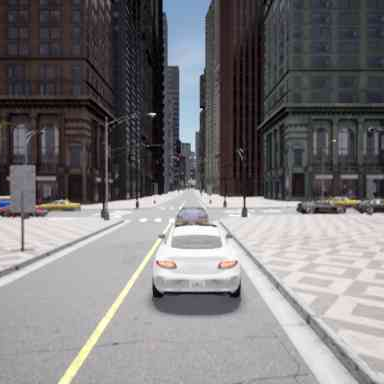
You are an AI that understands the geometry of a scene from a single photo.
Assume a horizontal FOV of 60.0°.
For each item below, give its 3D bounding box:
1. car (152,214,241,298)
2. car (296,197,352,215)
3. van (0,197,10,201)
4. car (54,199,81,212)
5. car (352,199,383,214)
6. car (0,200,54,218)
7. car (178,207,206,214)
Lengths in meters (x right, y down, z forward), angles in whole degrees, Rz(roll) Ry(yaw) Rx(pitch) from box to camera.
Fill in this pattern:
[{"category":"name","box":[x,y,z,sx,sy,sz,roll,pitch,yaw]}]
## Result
[{"category":"car","box":[0.095,1.512,8.369,1.812,1.442,4.674,0,0,0]},{"category":"car","box":[11.667,1.387,30.185,4.313,1.339,1.947,-1,1,0]},{"category":"van","box":[-20.981,1.416,38.752,3.998,1.788,1.690,-1,1,0]},{"category":"car","box":[-15.469,1.544,38.749,4.829,1.417,1.752,-1,1,0]},{"category":"car","box":[17.046,1.310,30.177,4.403,1.369,2.008,-1,1,0]},{"category":"car","box":[-15.301,1.695,30.225,4.206,1.307,1.802,-1,1,0]},{"category":"car","box":[0.019,1.514,17.959,2.033,1.411,5.357,0,0,1]}]
